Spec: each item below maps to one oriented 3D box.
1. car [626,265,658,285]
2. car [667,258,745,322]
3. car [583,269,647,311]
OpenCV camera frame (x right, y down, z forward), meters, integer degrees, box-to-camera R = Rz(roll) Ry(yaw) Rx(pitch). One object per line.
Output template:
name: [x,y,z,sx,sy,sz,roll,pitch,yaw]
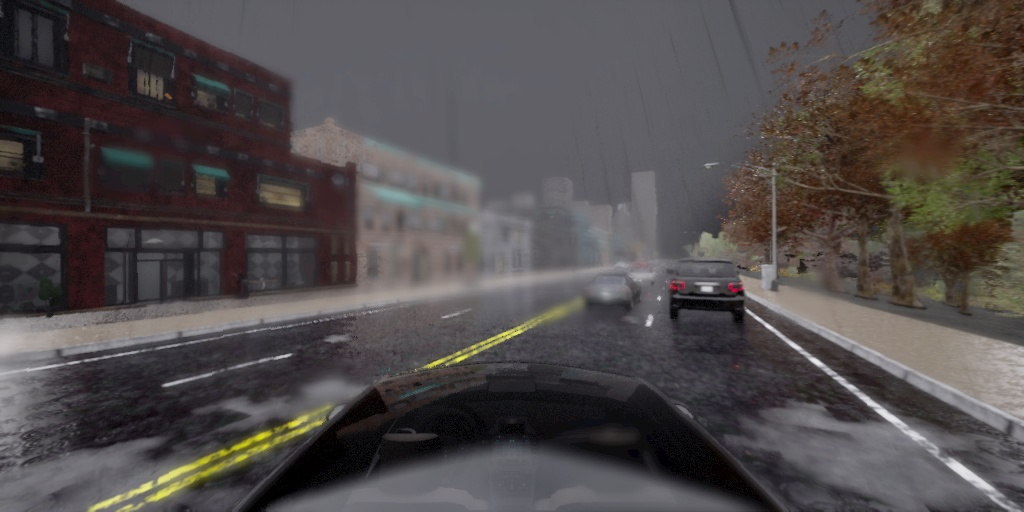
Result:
car: [10.629,1.627,28.769,1.895,1.301,4.718,0,-1,25]
car: [6.982,1.090,13.184,2.150,2.045,5.566,0,0,25]
car: [4.457,1.456,15.444,1.994,1.385,4.181,0,-1,26]
